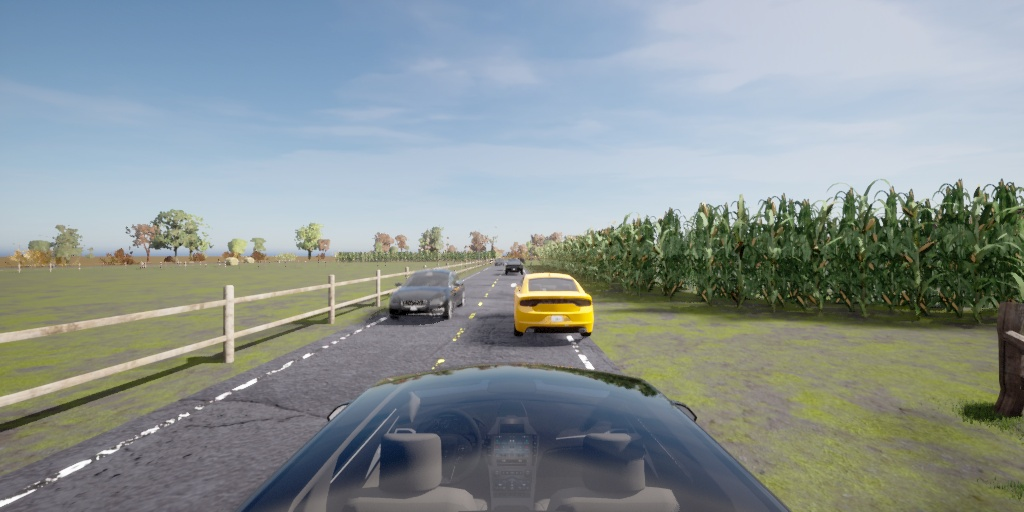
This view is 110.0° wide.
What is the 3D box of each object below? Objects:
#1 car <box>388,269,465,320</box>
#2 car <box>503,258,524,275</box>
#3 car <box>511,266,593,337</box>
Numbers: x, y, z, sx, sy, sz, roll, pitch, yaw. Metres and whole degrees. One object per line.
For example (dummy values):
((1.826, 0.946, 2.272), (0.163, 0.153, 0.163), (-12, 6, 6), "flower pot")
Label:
((-2.802, 1.254, 12.670), (1.837, 1.490, 4.892), (0, 0, 0), "car")
((0.254, 1.228, 39.551), (1.882, 1.535, 5.008), (0, 0, 1), "car")
((1.000, 1.227, 10.363), (1.882, 1.535, 5.008), (0, 0, 0), "car")
